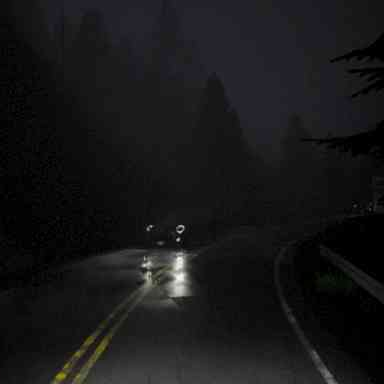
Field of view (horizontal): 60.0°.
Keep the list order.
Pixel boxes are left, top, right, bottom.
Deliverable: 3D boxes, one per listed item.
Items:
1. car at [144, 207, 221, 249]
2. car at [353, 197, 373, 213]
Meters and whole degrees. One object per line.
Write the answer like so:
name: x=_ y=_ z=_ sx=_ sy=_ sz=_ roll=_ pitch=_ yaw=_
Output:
car: x=-0.318 y=1.575 z=15.930 sx=2.097 sy=1.767 sz=4.553 roll=-2 pitch=-1 yaw=28
car: x=18.311 y=1.264 z=33.385 sx=4.553 sy=1.767 sz=2.097 roll=-2 pitch=-3 yaw=-29
